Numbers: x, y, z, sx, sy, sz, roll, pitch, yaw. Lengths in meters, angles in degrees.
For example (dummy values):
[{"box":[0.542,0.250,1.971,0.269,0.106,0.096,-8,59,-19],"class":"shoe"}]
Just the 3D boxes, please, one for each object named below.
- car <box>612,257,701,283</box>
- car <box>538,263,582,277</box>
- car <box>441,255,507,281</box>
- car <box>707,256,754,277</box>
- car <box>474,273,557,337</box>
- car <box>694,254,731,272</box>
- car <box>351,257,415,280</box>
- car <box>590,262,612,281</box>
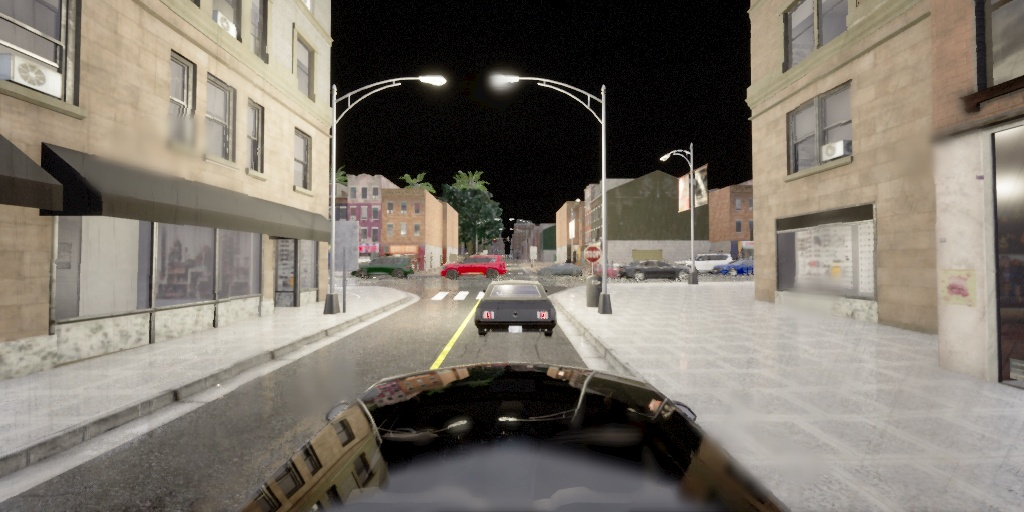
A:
[{"box":[9.624,0.998,24.107,4.892,1.490,1.837,-1,-1,-1],"class":"car"},{"box":[4.497,1.338,33.993,4.181,1.385,1.994,-1,-1,-1],"class":"car"},{"box":[-3.227,0.981,30.624,5.566,2.045,2.150,-1,0,-1],"class":"car"},{"box":[20.039,0.987,30.925,5.008,1.535,1.882,-1,-1,-1],"class":"car"},{"box":[0.091,1.350,10.240,1.895,1.301,4.718,0,0,0],"class":"car"},{"box":[18.165,0.826,34.169,5.566,2.045,2.150,-1,-1,-2],"class":"car"},{"box":[-11.856,1.127,33.252,5.566,2.045,2.150,0,-1,0],"class":"car"},{"box":[8.128,1.147,27.338,4.181,1.385,1.994,-1,-1,-1],"class":"car"}]
